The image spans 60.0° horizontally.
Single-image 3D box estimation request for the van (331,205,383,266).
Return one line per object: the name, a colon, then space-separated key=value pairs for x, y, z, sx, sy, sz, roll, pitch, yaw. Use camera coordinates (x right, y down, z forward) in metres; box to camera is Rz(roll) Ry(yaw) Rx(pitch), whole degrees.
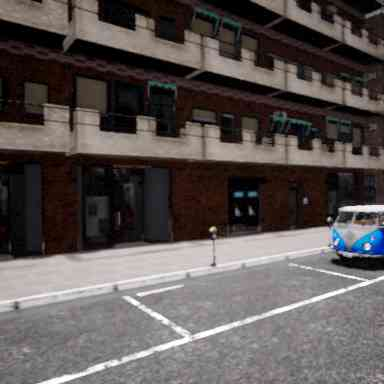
van: x=6.297 y=1.325 z=11.034 sx=3.998 sy=1.788 sz=1.690 roll=0 pitch=-1 yaw=-36
